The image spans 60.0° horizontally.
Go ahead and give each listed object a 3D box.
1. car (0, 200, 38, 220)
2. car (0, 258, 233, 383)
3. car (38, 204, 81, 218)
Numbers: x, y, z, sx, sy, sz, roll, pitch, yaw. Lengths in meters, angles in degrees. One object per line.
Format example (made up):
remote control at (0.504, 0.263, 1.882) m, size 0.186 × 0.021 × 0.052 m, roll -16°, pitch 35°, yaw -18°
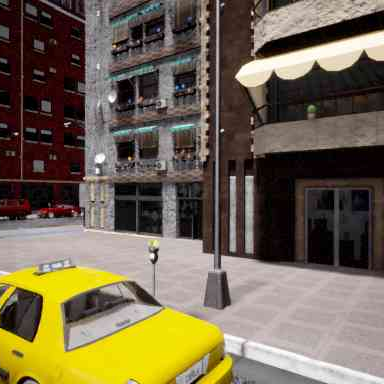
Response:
car at (-16.838, 1.591, 29.453) m, size 2.192 × 1.841 × 5.009 m, roll -1°, pitch -2°, yaw 35°
car at (-1.874, 1.525, 4.199) m, size 4.829 × 1.417 × 1.752 m, roll 0°, pitch 0°, yaw 35°
car at (-13.556, 1.923, 34.101) m, size 1.887 × 1.381 × 4.507 m, roll -1°, pitch -2°, yaw 35°
